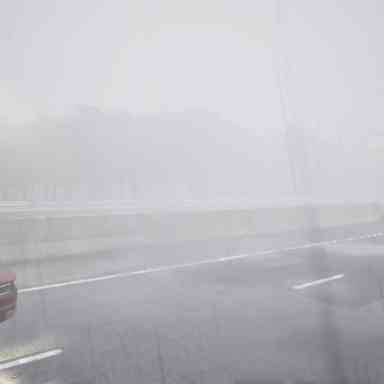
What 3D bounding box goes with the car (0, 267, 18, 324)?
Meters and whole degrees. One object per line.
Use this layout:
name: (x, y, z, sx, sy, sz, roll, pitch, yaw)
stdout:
car: (-5.164, 1.482, 4.485, 5.008, 1.535, 1.882, 0, 0, -35)
